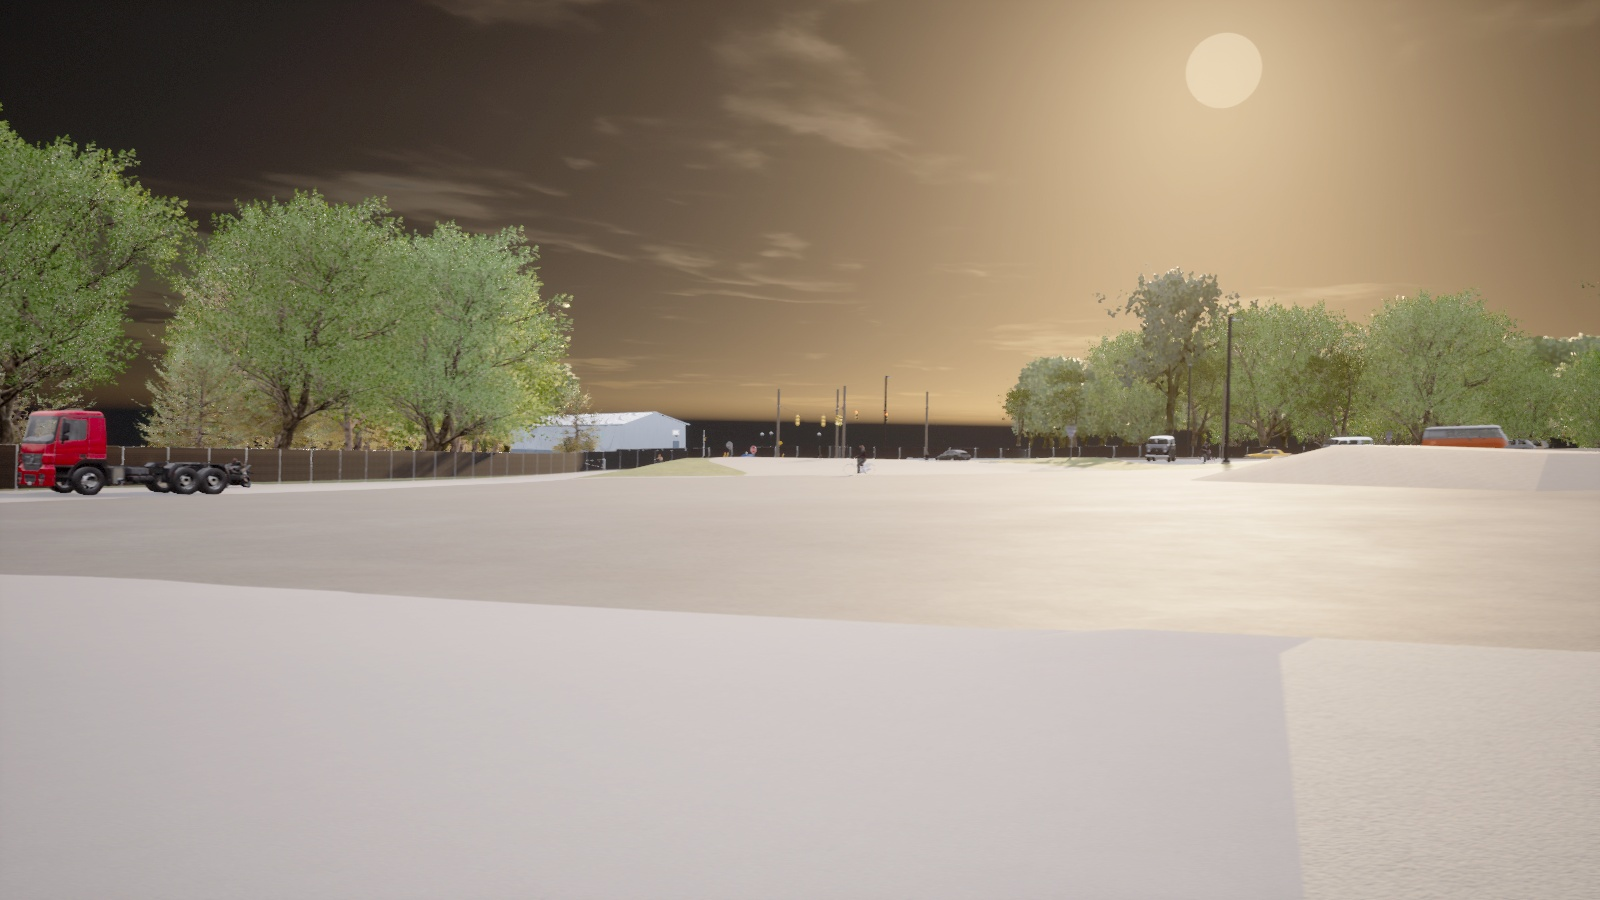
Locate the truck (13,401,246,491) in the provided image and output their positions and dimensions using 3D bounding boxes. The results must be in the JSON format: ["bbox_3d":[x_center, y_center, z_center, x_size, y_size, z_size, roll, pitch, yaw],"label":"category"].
[{"bbox_3d":[-27.652,-0.105,52.195,2.891,3.462,7.936,2,0,39],"label":"truck"}]

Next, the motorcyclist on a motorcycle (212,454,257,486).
[{"bbox_3d":[-28.062,0.972,62.348,0.866,1.530,2.191,2,0,13],"label":"motorcyclist on a motorcycle"}]

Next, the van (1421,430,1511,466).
[{"bbox_3d":[37.630,-0.098,71.007,4.442,1.987,1.775,-1,0,29],"label":"van"}]
